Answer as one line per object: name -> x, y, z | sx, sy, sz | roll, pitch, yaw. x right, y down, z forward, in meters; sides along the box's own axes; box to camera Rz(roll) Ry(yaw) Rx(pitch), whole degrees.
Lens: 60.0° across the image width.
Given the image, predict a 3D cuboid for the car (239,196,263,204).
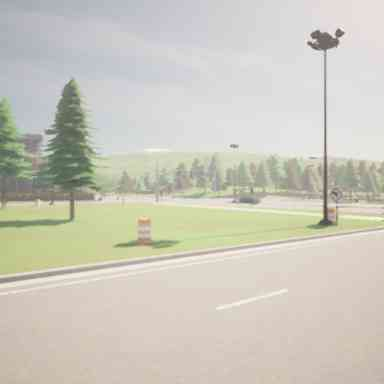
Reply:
car -> 10.513, 1.397, 59.517 | 2.128, 1.511, 4.902 | 0, 0, -34
